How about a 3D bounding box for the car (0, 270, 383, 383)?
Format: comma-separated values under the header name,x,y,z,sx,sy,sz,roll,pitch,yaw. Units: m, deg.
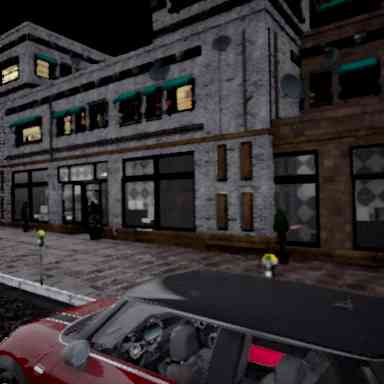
name,x,y,z,sx,sy,sz,roll,pitch,yaw
car,-0.041,1.454,2.917,4.097,1.590,1.967,-1,-1,36
